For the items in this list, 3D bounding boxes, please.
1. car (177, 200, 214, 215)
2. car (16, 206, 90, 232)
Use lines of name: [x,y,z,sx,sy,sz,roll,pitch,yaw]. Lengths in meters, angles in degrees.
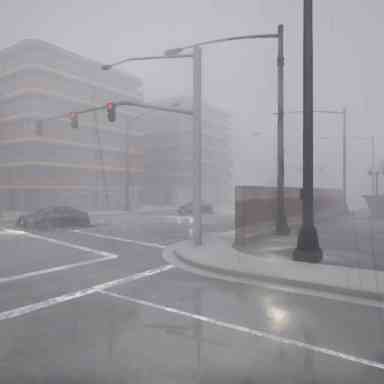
car: [0.462,1.526,32.918,1.812,1.442,4.674,0,0,35]
car: [-8.405,1.561,20.426,1.994,1.385,4.181,0,0,38]
